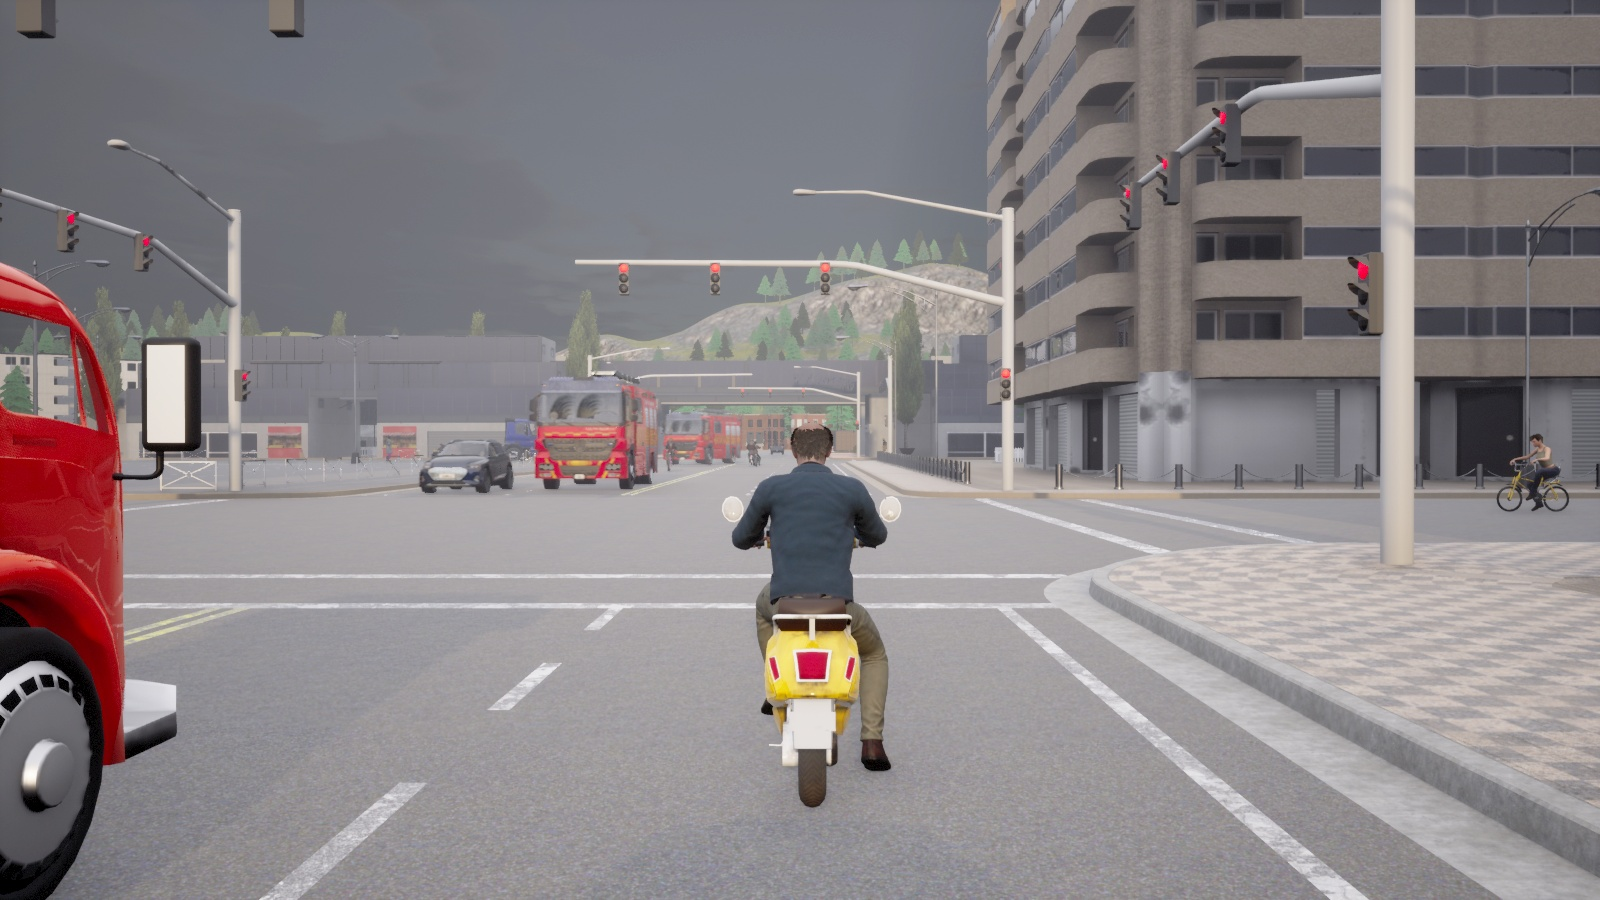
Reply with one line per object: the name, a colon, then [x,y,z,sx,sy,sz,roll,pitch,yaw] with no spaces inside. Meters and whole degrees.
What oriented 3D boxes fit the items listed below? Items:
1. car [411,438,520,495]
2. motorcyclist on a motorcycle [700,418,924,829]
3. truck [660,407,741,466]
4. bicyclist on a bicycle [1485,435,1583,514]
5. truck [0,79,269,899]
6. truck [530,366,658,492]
car: [-10.232,0.449,38.779,2.033,1.649,4.856,0,0,0]
motorcyclist on a motorcycle: [0.053,0.667,5.772,0.866,1.590,1.817,0,0,0]
truck: [-6.802,-0.915,87.024,2.891,3.827,8.468,0,0,15]
bicyclist on a bicycle: [15.104,0.494,25.880,1.509,1.612,0.866,0,0,0]
truck: [-3.468,0.243,2.454,2.627,2.467,5.204,0,0,0]
truck: [-6.709,-0.661,42.228,2.891,3.827,8.468,0,0,0]
